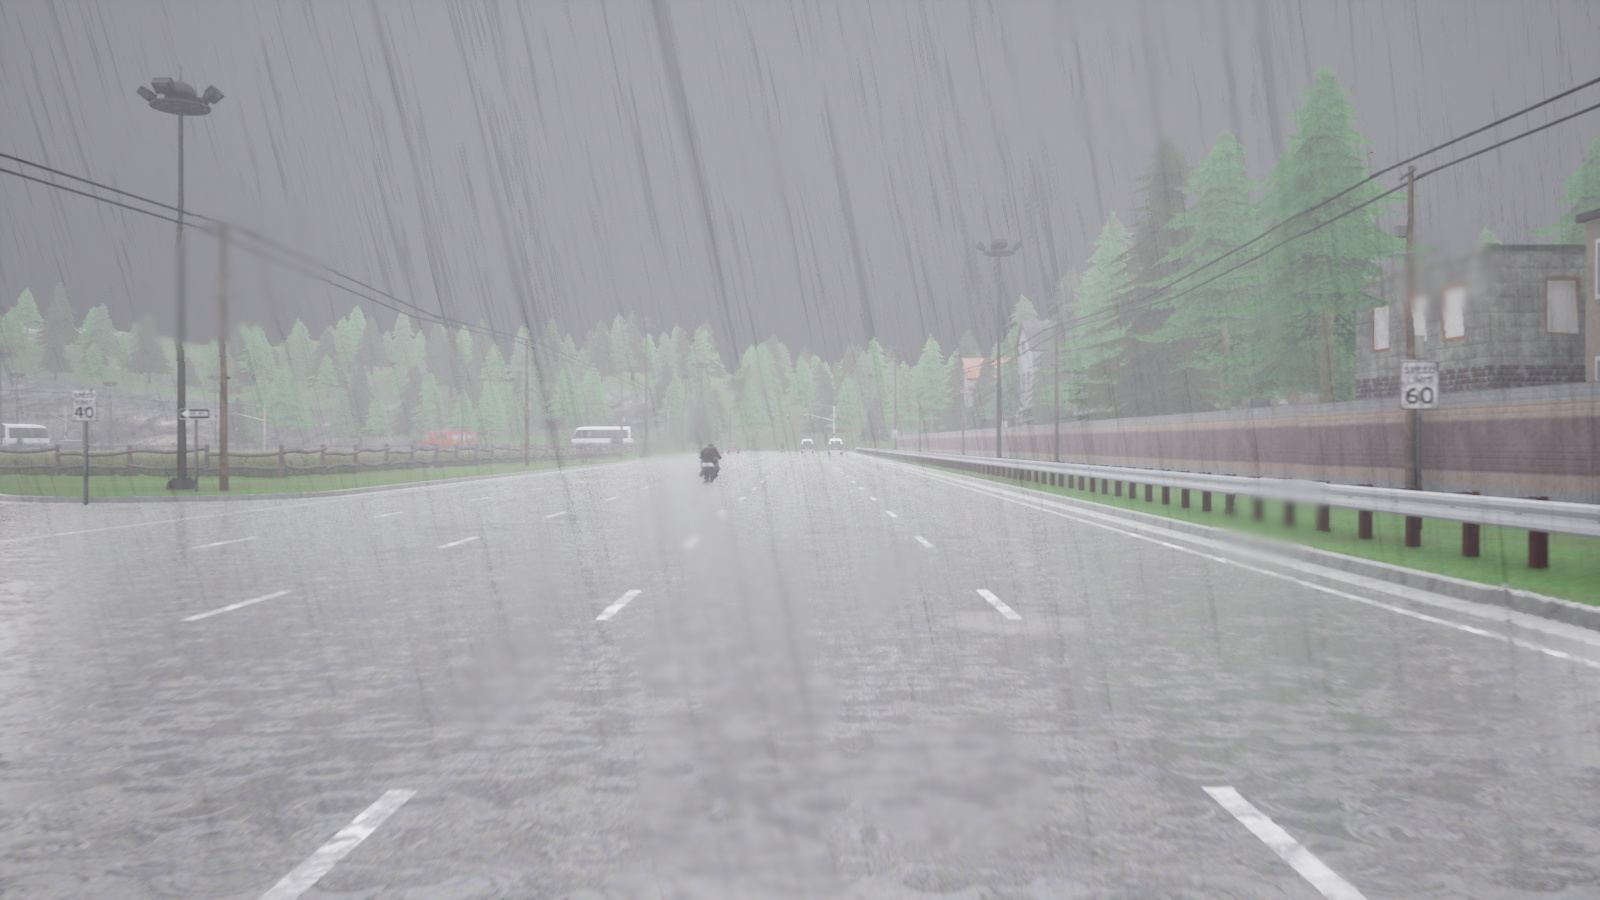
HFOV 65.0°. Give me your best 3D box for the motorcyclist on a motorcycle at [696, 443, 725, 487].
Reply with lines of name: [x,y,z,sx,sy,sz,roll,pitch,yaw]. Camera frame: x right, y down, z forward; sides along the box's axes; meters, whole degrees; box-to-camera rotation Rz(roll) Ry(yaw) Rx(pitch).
motorcyclist on a motorcycle: [-3.226,0.524,45.267,0.866,1.530,2.191,0,0,0]
